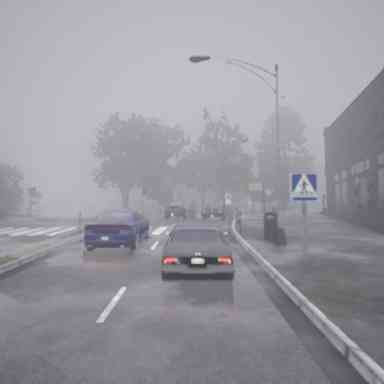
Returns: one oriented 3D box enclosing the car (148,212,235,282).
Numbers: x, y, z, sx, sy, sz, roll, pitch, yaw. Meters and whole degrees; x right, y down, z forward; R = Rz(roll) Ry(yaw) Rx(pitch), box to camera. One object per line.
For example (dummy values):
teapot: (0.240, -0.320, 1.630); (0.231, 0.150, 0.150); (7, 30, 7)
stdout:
car: (0.134, 1.564, 9.825); (2.033, 1.411, 5.357); (0, 0, 0)

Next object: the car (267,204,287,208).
car: (21.186, 3.758, 83.450); (4.718, 1.301, 1.895); (-4, -6, 44)

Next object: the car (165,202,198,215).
car: (-0.858, 1.609, 28.982); (1.837, 1.490, 4.892); (-2, -2, 17)

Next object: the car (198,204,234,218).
car: (2.273, 1.632, 27.988); (1.895, 1.301, 4.718); (-1, -2, 18)

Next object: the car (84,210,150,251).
car: (-3.015, 1.492, 14.276); (1.882, 1.535, 5.008); (0, 0, 2)
